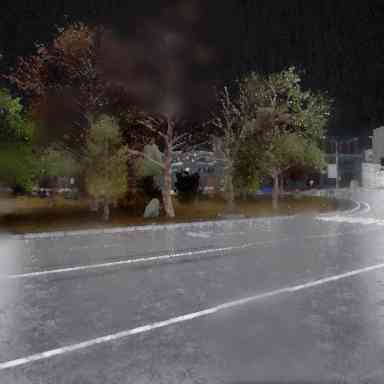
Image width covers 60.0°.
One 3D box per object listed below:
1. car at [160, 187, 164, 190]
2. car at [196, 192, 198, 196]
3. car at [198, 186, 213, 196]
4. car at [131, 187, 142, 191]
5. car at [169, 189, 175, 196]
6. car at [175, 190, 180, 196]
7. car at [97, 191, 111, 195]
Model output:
[{"bbox_3d":[-5.949,-0.022,73.119,2.435,2.045,5.566,-2,2,17],"label":"car"},{"bbox_3d":[1.194,-0.124,67.783,2.435,2.045,5.566,-2,2,16],"label":"car"},{"bbox_3d":[3.582,-0.165,65.964,2.435,2.045,5.566,-1,2,16],"label":"car"},{"bbox_3d":[-13.041,-0.009,78.485,2.435,2.045,5.566,0,2,18],"label":"car"},{"bbox_3d":[-3.612,0.209,71.125,1.946,1.575,5.366,-1,2,17],"label":"car"},{"bbox_3d":[-1.201,0.046,69.496,2.185,1.767,4.553,-2,2,16],"label":"car"},{"bbox_3d":[-22.427,0.131,85.705,1.946,1.575,5.366,0,3,19],"label":"car"}]
